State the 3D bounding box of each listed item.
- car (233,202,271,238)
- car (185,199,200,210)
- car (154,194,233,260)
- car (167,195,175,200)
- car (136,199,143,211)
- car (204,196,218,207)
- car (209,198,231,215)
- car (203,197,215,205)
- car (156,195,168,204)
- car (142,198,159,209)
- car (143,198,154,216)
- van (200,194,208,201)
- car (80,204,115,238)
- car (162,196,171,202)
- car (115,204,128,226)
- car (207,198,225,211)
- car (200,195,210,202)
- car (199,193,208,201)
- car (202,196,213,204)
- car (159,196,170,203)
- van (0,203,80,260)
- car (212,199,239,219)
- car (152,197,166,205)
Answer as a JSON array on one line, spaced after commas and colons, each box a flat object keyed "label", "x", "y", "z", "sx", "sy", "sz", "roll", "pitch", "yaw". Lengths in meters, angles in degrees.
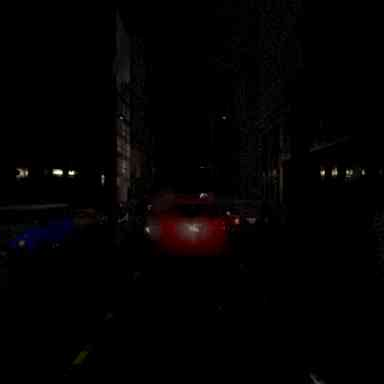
[{"label": "car", "x": 2.854, "y": 1.425, "z": 17.693, "sx": 1.967, "sy": 1.590, "sz": 4.097, "roll": 0, "pitch": 0, "yaw": 0}, {"label": "car", "x": 0.107, "y": 1.568, "z": 44.331, "sx": 1.895, "sy": 1.301, "sz": 4.718, "roll": 0, "pitch": 0, "yaw": 0}, {"label": "car", "x": 0.025, "y": 1.211, "z": 12.488, "sx": 2.150, "sy": 2.045, "sz": 5.566, "roll": 0, "pitch": 0, "yaw": 0}, {"label": "car", "x": -5.664, "y": 1.485, "z": 91.123, "sx": 1.887, "sy": 1.381, "sz": 4.507, "roll": 0, "pitch": 0, "yaw": 0}, {"label": "car", "x": -5.668, "y": 1.536, "z": 40.283, "sx": 1.947, "sy": 1.339, "sz": 4.313, "roll": 0, "pitch": 0, "yaw": 0}, {"label": "car", "x": 2.857, "y": 1.403, "z": 51.584, "sx": 1.967, "sy": 1.590, "sz": 4.097, "roll": 0, "pitch": 0, "yaw": 0}, {"label": "car", "x": 2.855, "y": 1.414, "z": 34.638, "sx": 1.967, "sy": 1.590, "sz": 4.097, "roll": 0, "pitch": 0, "yaw": 0}, {"label": "car", "x": 2.858, "y": 1.504, "z": 57.233, "sx": 1.887, "sy": 1.381, "sz": 4.507, "roll": 0, "pitch": 0, "yaw": 0}, {"label": "car", "x": -5.667, "y": 1.396, "z": 62.879, "sx": 1.967, "sy": 1.590, "sz": 4.097, "roll": 0, "pitch": 0, "yaw": 0}, {"label": "car", "x": -5.668, "y": 1.511, "z": 45.932, "sx": 1.887, "sy": 1.381, "sz": 4.507, "roll": 0, "pitch": 0, "yaw": 0}, {"label": "car", "x": -2.997, "y": 1.334, "z": 31.388, "sx": 2.097, "sy": 1.767, "sz": 4.553, "roll": 0, "pitch": 0, "yaw": 0}, {"label": "van", "x": 2.859, "y": 1.289, "z": 79.826, "sx": 1.690, "sy": 1.788, "sz": 3.998, "roll": 0, "pitch": 0, "yaw": 0}, {"label": "car", "x": -5.671, "y": 1.510, "z": 17.518, "sx": 1.752, "sy": 1.417, "sz": 4.829, "roll": 0, "pitch": 0, "yaw": 0}, {"label": "car", "x": -5.666, "y": 1.532, "z": 74.176, "sx": 1.802, "sy": 1.307, "sz": 4.206, "roll": 0, "pitch": 0, "yaw": 0}, {"label": "car", "x": -5.670, "y": 1.547, "z": 23.337, "sx": 1.947, "sy": 1.339, "sz": 4.313, "roll": 0, "pitch": 0, "yaw": 0}, {"label": "car", "x": 2.856, "y": 1.515, "z": 40.287, "sx": 1.887, "sy": 1.381, "sz": 4.507, "roll": 0, "pitch": 0, "yaw": 0}, {"label": "car", "x": 2.859, "y": 1.495, "z": 74.178, "sx": 1.887, "sy": 1.381, "sz": 4.507, "roll": 0, "pitch": 0, "yaw": 0}, {"label": "car", "x": 2.860, "y": 1.260, "z": 85.475, "sx": 2.192, "sy": 1.841, "sz": 5.009, "roll": 0, "pitch": 0, "yaw": 0}, {"label": "car", "x": 2.859, "y": 1.522, "z": 62.881, "sx": 1.947, "sy": 1.339, "sz": 4.313, "roll": 0, "pitch": 0, "yaw": 0}, {"label": "car", "x": -5.666, "y": 1.504, "z": 68.527, "sx": 2.008, "sy": 1.369, "sz": 4.403, "roll": 0, "pitch": 0, "yaw": 0}, {"label": "van", "x": -5.673, "y": 1.331, "z": 12.039, "sx": 1.690, "sy": 1.788, "sz": 3.998, "roll": 0, "pitch": 0, "yaw": 0}, {"label": "car", "x": 2.854, "y": 1.417, "z": 28.990, "sx": 1.967, "sy": 1.590, "sz": 4.097, "roll": 0, "pitch": 0, "yaw": 0}, {"label": "car", "x": -5.667, "y": 1.510, "z": 57.229, "sx": 2.008, "sy": 1.369, "sz": 4.403, "roll": 0, "pitch": 0, "yaw": 0}]
